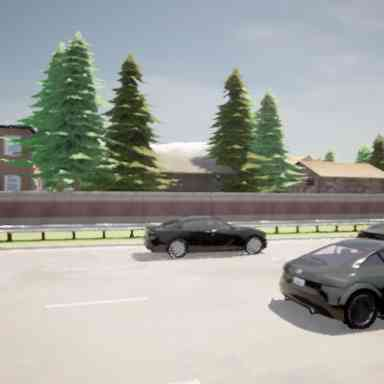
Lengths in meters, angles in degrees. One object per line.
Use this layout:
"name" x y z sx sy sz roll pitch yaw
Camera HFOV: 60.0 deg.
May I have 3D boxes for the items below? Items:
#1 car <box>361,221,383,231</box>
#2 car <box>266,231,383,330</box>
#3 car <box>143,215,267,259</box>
"car" 8.193 1.726 11.836 4.892 1.490 1.837 1 -1 -17
"car" 3.955 1.691 6.924 4.181 1.385 1.994 0 -1 -17
"car" 0.583 1.683 13.225 5.008 1.535 1.882 0 -1 -17
